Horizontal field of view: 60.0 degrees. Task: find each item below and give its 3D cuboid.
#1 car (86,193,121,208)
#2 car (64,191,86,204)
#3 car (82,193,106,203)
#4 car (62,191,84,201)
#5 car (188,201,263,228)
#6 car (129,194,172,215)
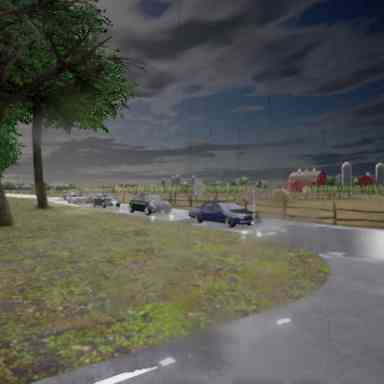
[{"bbox_3d":[-9.506,0.947,36.598,2.128,1.511,4.902,-1,1,-36],"label":"car"},{"bbox_3d":[-15.377,0.921,44.754,1.895,1.301,4.718,-1,1,-35],"label":"car"},{"bbox_3d":[-14.209,0.815,48.026,1.994,1.385,4.181,-1,1,-35],"label":"car"},{"bbox_3d":[-20.138,0.617,56.114,2.128,1.511,4.902,-1,1,-36],"label":"car"},{"bbox_3d":[1.884,1.306,20.864,2.033,1.411,5.357,-1,2,-36],"label":"car"},{"bbox_3d":[-3.646,0.957,28.494,2.097,1.767,4.553,-1,2,-36],"label":"car"}]
